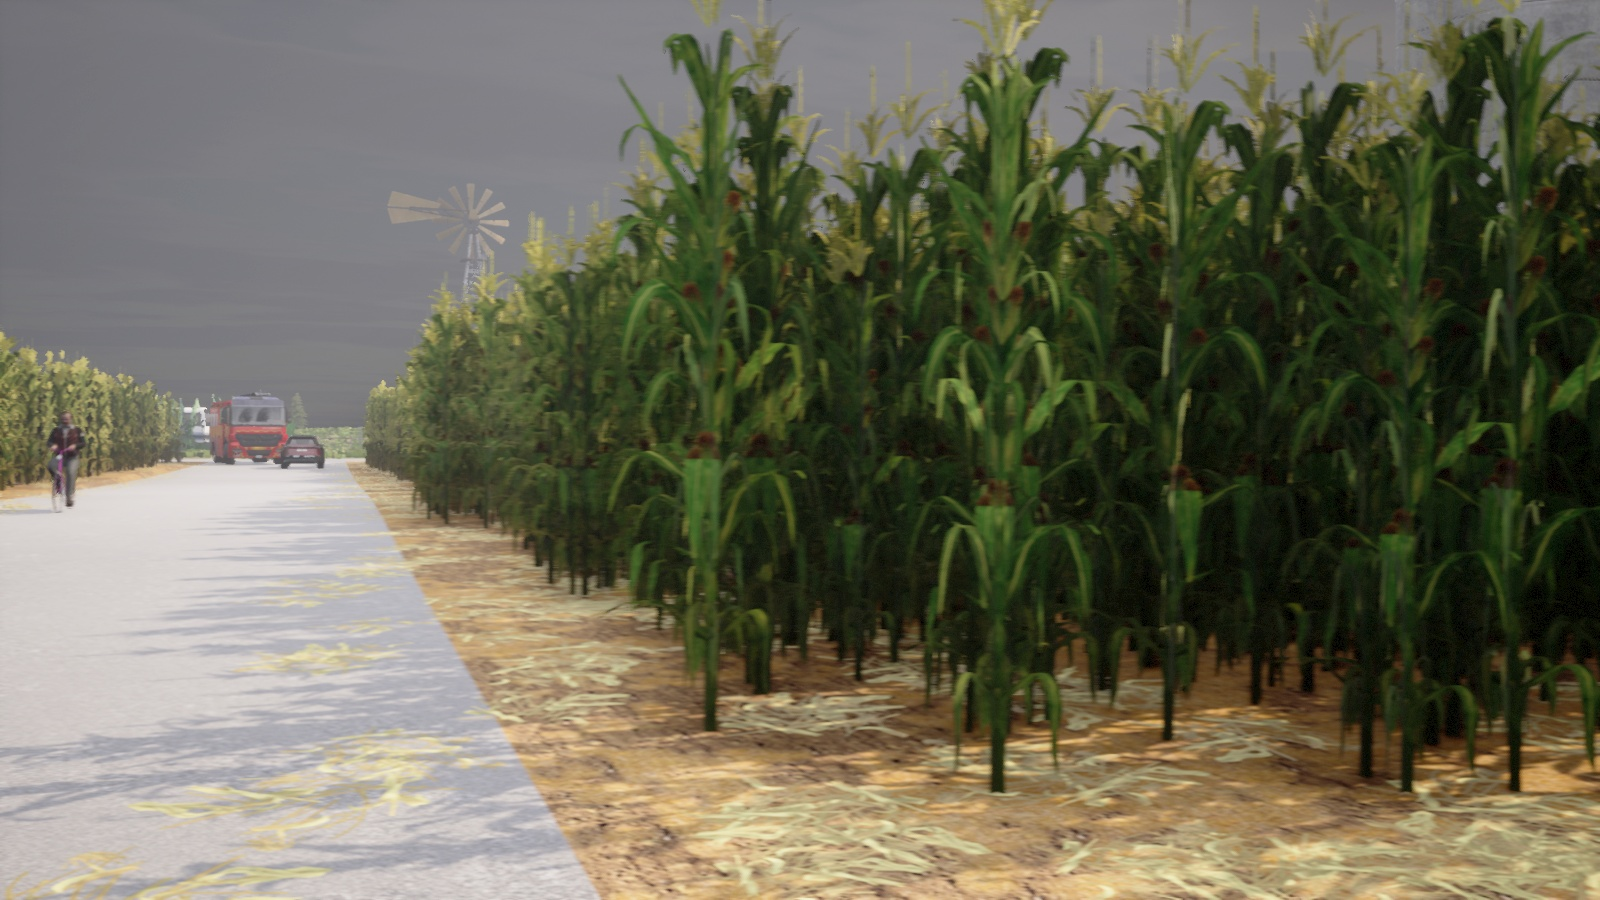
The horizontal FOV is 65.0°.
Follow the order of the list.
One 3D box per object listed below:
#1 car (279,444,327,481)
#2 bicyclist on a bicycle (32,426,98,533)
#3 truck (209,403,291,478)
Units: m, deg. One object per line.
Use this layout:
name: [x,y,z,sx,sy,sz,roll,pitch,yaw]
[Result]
car: [-24.192,0.569,61.241,2.033,1.649,4.856,-1,1,-21]
bicyclist on a bicycle: [-12.750,0.482,21.831,0.659,1.776,1.843,-1,1,-21]
truck: [-29.946,-0.522,68.165,2.891,3.827,8.468,-1,1,-31]
